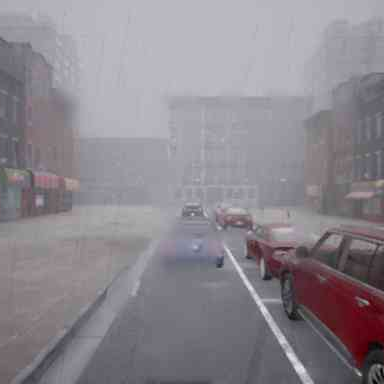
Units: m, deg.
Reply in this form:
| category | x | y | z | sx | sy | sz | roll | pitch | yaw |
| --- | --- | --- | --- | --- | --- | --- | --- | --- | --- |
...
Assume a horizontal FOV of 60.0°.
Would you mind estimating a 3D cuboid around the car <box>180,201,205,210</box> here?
| category | x | y | z | sx | sy | sz | roll | pitch | yaw |
| --- | --- | --- | --- | --- | --- | --- | --- | --- | --- |
| car | 0.068 | 1.561 | 29.065 | 1.837 | 1.490 | 4.892 | 0 | 0 | 0 |

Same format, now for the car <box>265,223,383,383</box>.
| category | x | y | z | sx | sy | sz | roll | pitch | yaw |
| --- | --- | --- | --- | --- | --- | --- | --- | --- | --- |
| car | 2.645 | 1.322 | 4.286 | 2.192 | 1.841 | 5.009 | 0 | 0 | 0 |

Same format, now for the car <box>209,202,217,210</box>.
| category | x | y | z | sx | sy | sz | roll | pitch | yaw |
| --- | --- | --- | --- | --- | --- | --- | --- | --- | --- |
| car | 2.637 | 1.490 | 26.301 | 1.967 | 1.590 | 4.097 | 0 | 0 | 0 |

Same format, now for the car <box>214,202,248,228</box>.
| category | x | y | z | sx | sy | sz | roll | pitch | yaw |
| --- | --- | --- | --- | --- | --- | --- | --- | --- | --- |
| car | 2.638 | 1.582 | 20.797 | 1.887 | 1.381 | 4.507 | 0 | 0 | 0 |

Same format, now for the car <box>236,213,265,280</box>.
| category | x | y | z | sx | sy | sz | roll | pitch | yaw |
| --- | --- | --- | --- | --- | --- | --- | --- | --- | --- |
| car | 2.641 | 1.561 | 9.790 | 1.887 | 1.381 | 4.507 | 0 | 0 | 0 |

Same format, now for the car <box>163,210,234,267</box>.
| category | x | y | z | sx | sy | sz | roll | pitch | yaw |
| --- | --- | --- | --- | --- | --- | --- | --- | --- | --- |
| car | 0.059 | 1.567 | 11.502 | 2.033 | 1.411 | 5.357 | 0 | 0 | 0 |

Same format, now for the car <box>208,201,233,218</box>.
| category | x | y | z | sx | sy | sz | roll | pitch | yaw |
| --- | --- | --- | --- | --- | --- | --- | --- | --- | --- |
| car | 2.635 | 1.612 | 31.804 | 2.008 | 1.369 | 4.403 | 0 | 0 | 0 |
